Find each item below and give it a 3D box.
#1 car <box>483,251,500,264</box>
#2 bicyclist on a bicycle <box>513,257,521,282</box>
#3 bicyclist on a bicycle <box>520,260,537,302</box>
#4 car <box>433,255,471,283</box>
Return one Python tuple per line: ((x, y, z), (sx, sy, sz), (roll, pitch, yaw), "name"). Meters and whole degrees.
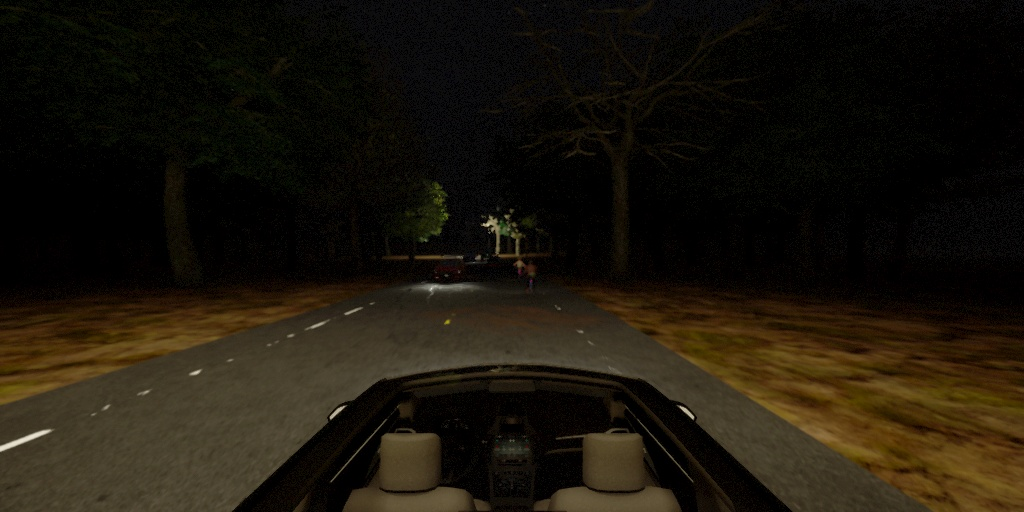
((-2.903, 0.406, 55.648), (2.128, 1.511, 4.902), (-1, 1, -6), "car")
((0.474, 0.861, 23.318), (0.866, 1.612, 1.509), (0, 2, -3), "bicyclist on a bicycle")
((0.780, 1.008, 14.682), (0.582, 1.620, 1.656), (0, 1, -2), "bicyclist on a bicycle")
((-4.164, 0.904, 24.663), (1.882, 1.535, 5.008), (0, 1, -3), "car")
